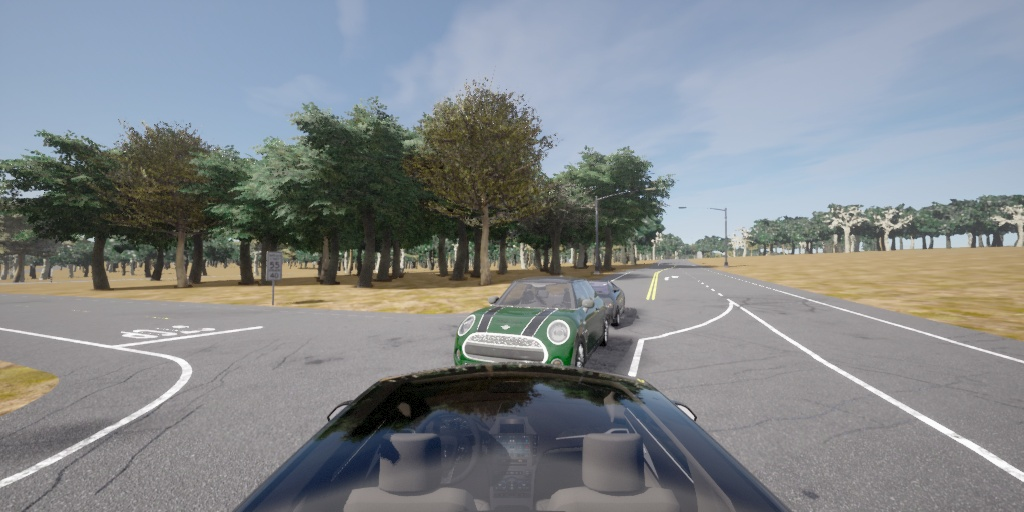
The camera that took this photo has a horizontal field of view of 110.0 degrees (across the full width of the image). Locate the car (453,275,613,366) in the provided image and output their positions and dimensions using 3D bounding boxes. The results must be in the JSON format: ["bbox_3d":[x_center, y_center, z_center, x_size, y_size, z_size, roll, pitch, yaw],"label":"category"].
[{"bbox_3d":[0.685,1.222,7.448,2.097,1.767,4.553,-1,-2,22],"label":"car"}]

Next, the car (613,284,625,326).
[{"bbox_3d":[2.913,1.555,12.880,1.994,1.385,4.181,-2,0,22],"label":"car"}]
